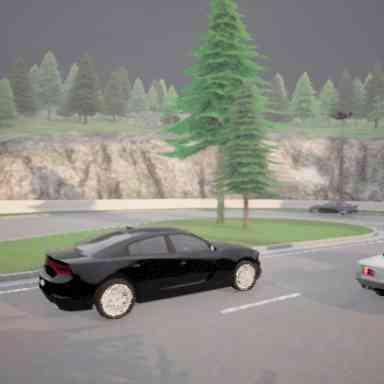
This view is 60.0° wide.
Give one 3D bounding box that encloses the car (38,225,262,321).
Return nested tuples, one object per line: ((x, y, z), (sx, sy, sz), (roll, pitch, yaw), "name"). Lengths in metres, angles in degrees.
((-0.634, 1.487, 7.364), (5.008, 1.535, 1.882), (1, 0, -34), "car")

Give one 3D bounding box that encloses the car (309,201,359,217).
((14.846, 1.724, 34.976), (4.902, 1.511, 2.128), (1, 0, 42), "car")

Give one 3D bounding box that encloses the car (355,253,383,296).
((5.829, 1.675, 7.464), (4.718, 1.301, 1.895), (1, 0, -33), "car")
